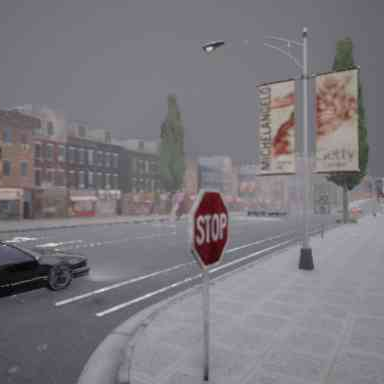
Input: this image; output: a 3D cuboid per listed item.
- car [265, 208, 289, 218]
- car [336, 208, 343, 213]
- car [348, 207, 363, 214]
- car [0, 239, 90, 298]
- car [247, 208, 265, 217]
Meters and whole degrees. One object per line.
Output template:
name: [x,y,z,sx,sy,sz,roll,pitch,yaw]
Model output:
car: [12.728,3.040,48.905,1.895,1.301,4.718,0,-2,31]
car: [37.588,4.711,83.978,1.895,1.301,4.718,0,-3,31]
car: [40.348,4.446,82.265,2.097,1.767,4.553,0,-3,31]
car: [-4.793,1.687,7.106,2.033,1.411,5.357,0,-1,31]
car: [9.942,3.062,50.577,1.895,1.301,4.718,0,-2,31]
